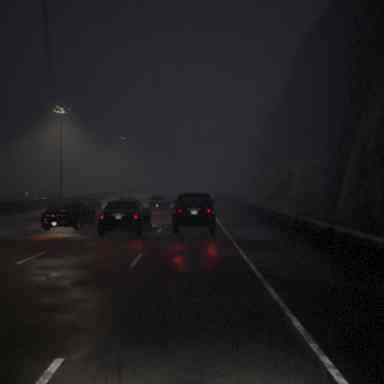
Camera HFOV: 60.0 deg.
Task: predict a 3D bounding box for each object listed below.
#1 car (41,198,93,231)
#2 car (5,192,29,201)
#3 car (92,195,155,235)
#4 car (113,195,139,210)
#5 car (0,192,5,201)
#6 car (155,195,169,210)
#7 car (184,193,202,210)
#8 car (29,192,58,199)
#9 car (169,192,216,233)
[{"bbox_3d":[-6.898,1.300,19.065,1.837,1.490,4.892,0,1,0],"label":"car"},{"bbox_3d":[-24.573,0.791,48.204,1.994,1.385,4.181,0,1,0],"label":"car"},{"bbox_3d":[-3.398,1.169,17.479,2.097,1.767,4.553,0,1,0],"label":"car"},{"bbox_3d":[-6.897,1.082,35.254,1.994,1.385,4.181,0,1,0],"label":"car"},{"bbox_3d":[-28.070,0.720,48.146,2.128,1.511,4.902,0,1,0],"label":"car"},{"bbox_3d":[-3.398,1.031,34.811,1.837,1.490,4.892,0,1,0],"label":"car"},{"bbox_3d":[0.102,0.972,36.445,1.882,1.535,5.008,0,1,0],"label":"car"},{"bbox_3d":[-21.076,0.733,48.152,1.837,1.490,4.892,0,1,0],"label":"car"},{"bbox_3d":[0.102,1.027,18.291,2.150,2.045,5.566,0,1,0],"label":"car"}]
